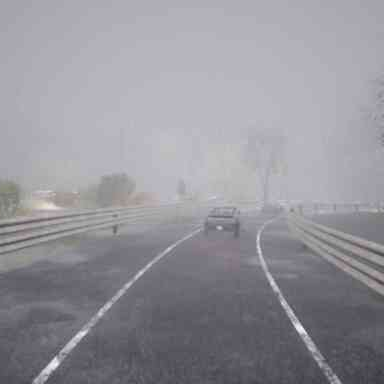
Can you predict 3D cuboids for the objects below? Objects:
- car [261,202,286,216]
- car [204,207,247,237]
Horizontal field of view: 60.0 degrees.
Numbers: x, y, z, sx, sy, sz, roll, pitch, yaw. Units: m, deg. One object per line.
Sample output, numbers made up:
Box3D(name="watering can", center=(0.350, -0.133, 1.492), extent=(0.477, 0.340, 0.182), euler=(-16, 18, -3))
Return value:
Box3D(name="car", center=(9.681, 1.943, 39.308), extent=(2.128, 1.511, 4.902), euler=(1, -1, 29))
Box3D(name="car", center=(1.988, 1.590, 18.735), extent=(2.128, 1.511, 4.902), euler=(1, 0, 15))
